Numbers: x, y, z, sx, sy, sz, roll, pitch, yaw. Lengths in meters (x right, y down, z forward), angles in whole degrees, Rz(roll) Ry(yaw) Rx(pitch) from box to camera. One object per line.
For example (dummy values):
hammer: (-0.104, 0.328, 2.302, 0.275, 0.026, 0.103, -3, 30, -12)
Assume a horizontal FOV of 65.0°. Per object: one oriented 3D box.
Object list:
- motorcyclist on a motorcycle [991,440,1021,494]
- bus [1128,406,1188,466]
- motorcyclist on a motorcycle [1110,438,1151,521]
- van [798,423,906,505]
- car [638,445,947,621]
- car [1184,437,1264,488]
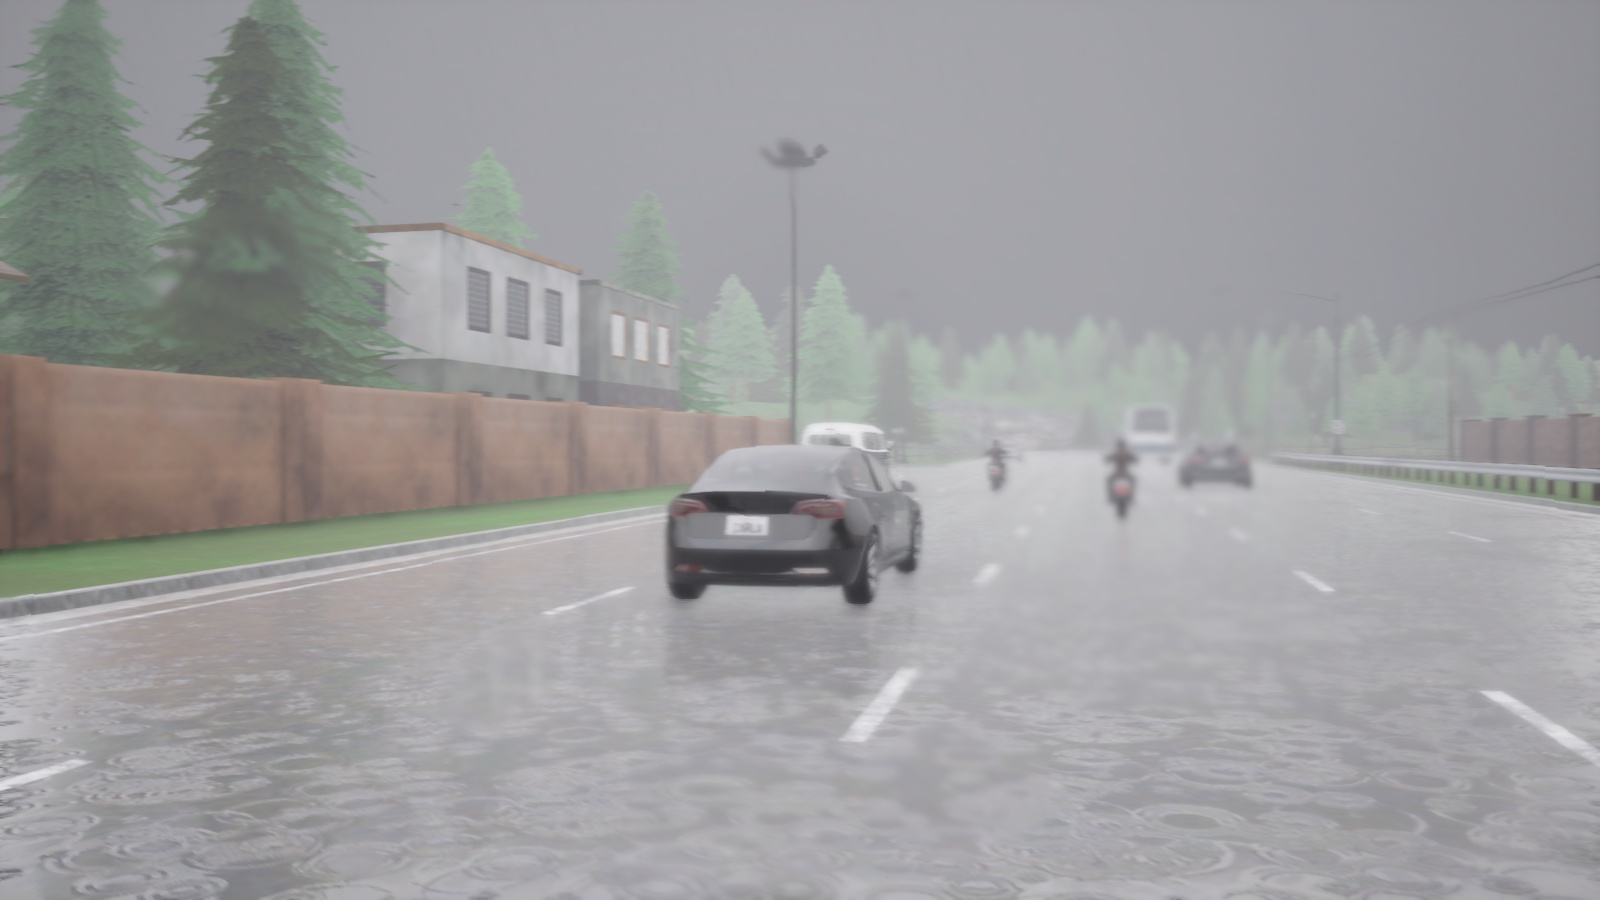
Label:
motorcyclist on a motorcycle: (6.592, 0.529, 40.066, 0.766, 1.649, 2.350, 0, 0, 14)
bus: (26.948, -1.033, 95.107, 3.944, 4.253, 10.273, 0, 0, 14)
motorcyclist on a motorcycle: (6.863, 0.587, 26.144, 0.766, 1.649, 2.350, 0, 0, 14)
van: (1.486, 0.332, 33.745, 2.069, 2.038, 4.480, 0, 0, 13)
car: (0.175, 0.692, 13.210, 2.163, 1.488, 4.792, 0, 0, 13)
car: (14.623, 0.405, 43.539, 2.242, 1.667, 4.611, 0, 0, 13)
